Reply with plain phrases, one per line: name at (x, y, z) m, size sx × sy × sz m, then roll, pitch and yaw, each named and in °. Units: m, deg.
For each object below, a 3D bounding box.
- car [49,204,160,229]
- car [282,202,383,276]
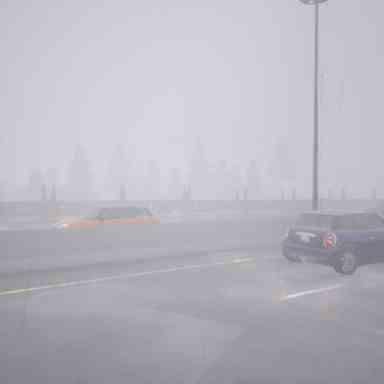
car at (-3.565, 1.344, 13.864) m, size 4.553 × 1.767 × 2.097 m, roll 0°, pitch 0°, yaw -31°
car at (5.096, 1.356, 10.525) m, size 4.553 × 1.767 × 2.097 m, roll 0°, pitch 0°, yaw -29°
